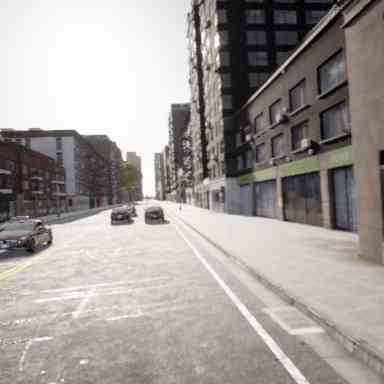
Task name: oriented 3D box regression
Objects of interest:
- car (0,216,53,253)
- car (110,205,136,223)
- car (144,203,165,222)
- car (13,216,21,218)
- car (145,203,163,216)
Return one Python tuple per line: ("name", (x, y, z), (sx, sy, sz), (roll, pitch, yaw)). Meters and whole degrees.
("car", (-8.570, 2.193, 17.110), (1.812, 1.442, 4.674), (-3, -1, -7))
("car", (-7.122, 2.262, 33.799), (1.882, 1.535, 5.008), (-3, 0, -7))
("car", (-3.698, 2.066, 32.669), (1.882, 1.535, 5.008), (-3, 0, -7))
("car", (-12.747, 2.531, 25.041), (2.033, 1.411, 5.357), (-3, -1, -6))
("car", (-5.120, 2.292, 44.561), (2.128, 1.511, 4.902), (-3, -1, -7))
